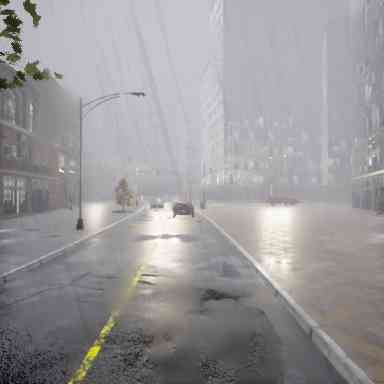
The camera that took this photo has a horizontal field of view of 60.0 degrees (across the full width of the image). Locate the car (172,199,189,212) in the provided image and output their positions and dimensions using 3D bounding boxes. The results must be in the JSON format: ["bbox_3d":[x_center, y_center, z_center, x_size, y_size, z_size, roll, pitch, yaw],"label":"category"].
[{"bbox_3d":[-1.503,1.607,40.661,1.895,1.301,4.718,0,0,-4],"label":"car"}]

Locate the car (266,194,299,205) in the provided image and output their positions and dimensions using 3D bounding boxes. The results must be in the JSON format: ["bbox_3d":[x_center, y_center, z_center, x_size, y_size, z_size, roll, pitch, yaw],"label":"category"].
[{"bbox_3d":[13.940,1.201,51.523,5.009,1.841,2.192,0,-1,15],"label":"car"}]

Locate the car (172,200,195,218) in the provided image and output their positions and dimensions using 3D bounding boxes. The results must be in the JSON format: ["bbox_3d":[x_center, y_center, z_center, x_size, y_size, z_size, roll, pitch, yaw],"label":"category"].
[{"bbox_3d":[-0.820,1.483,30.786,1.882,1.535,5.008,0,0,-3],"label":"car"}]

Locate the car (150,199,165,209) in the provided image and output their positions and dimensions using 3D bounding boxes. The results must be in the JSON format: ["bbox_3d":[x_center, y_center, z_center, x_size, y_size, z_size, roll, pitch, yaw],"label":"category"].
[{"bbox_3d":[-4.683,1.592,45.018,2.033,1.411,5.357,0,0,-5],"label":"car"}]
